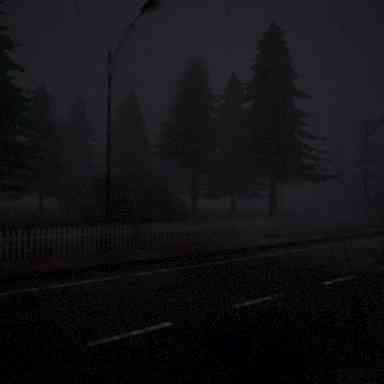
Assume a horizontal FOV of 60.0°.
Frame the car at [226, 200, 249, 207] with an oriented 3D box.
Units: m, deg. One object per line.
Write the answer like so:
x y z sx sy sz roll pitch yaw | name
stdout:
8.207 1.957 60.101 2.033 1.411 5.357 1 0 -34 | car
